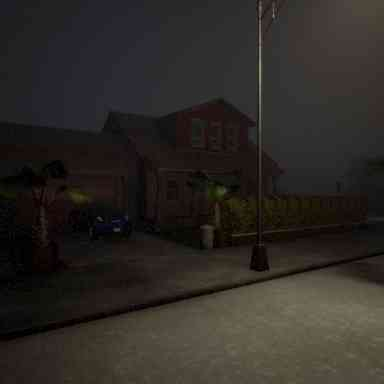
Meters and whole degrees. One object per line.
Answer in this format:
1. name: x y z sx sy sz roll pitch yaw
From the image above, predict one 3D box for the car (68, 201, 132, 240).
1. car: -4.076 1.174 14.562 1.845 1.501 3.633 0 0 -38
